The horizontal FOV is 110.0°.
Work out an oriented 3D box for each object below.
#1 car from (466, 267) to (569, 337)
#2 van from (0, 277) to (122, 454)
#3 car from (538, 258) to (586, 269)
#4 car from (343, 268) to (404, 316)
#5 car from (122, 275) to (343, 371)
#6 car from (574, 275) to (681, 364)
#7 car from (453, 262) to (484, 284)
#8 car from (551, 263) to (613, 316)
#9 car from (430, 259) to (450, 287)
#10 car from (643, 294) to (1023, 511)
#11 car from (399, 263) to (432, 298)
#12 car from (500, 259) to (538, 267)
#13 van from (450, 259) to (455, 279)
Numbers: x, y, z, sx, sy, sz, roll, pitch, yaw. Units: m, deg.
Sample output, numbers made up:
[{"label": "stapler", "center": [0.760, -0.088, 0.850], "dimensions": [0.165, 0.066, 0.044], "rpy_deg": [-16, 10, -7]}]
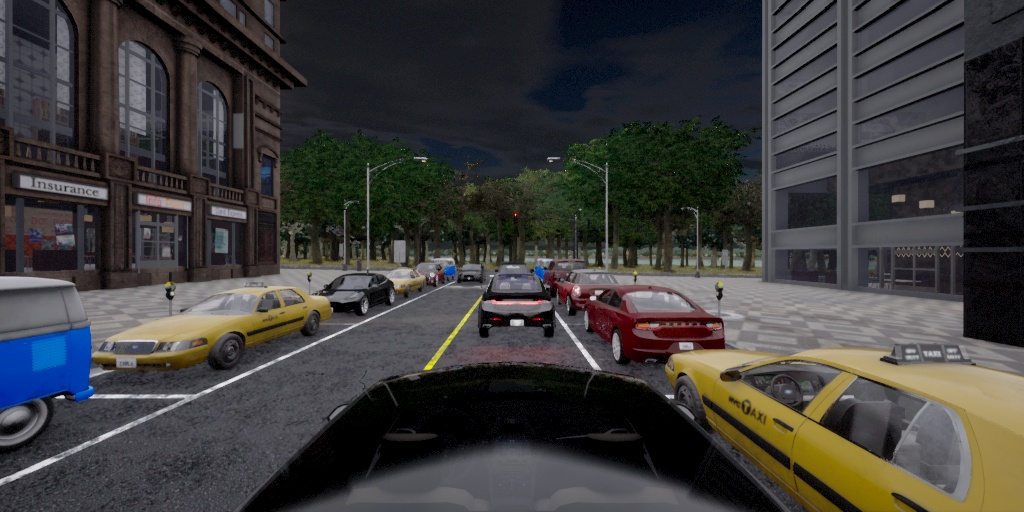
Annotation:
[{"label": "car", "center": [0.113, 1.242, 10.235], "dimensions": [2.128, 1.511, 4.902], "rpy_deg": [0, 0, 0]}, {"label": "van", "center": [-5.762, 1.091, 2.496], "dimensions": [1.690, 1.789, 3.998], "rpy_deg": [0, 0, 0]}, {"label": "car", "center": [2.788, 1.066, 18.795], "dimensions": [2.192, 1.841, 5.009], "rpy_deg": [0, 0, 0]}, {"label": "car", "center": [-5.745, 1.316, 13.371], "dimensions": [1.948, 1.339, 4.313], "rpy_deg": [0, 0, 0]}, {"label": "car", "center": [-5.754, 1.275, 7.764], "dimensions": [1.751, 1.417, 4.829], "rpy_deg": [0, 0, 0]}, {"label": "car", "center": [2.771, 1.295, 7.921], "dimensions": [1.888, 1.381, 4.507], "rpy_deg": [0, 0, 0]}, {"label": "car", "center": [-2.961, 1.293, 27.061], "dimensions": [1.837, 1.490, 4.892], "rpy_deg": [0, 0, 0]}, {"label": "car", "center": [2.780, 1.190, 13.358], "dimensions": [1.967, 1.591, 4.097], "rpy_deg": [0, 0, 0]}, {"label": "car", "center": [-5.728, 1.192, 24.246], "dimensions": [1.967, 1.591, 4.097], "rpy_deg": [0, 0, 0]}, {"label": "car", "center": [2.763, 1.275, 2.653], "dimensions": [1.751, 1.417, 4.829], "rpy_deg": [0, 0, 0]}, {"label": "car", "center": [-5.737, 1.277, 18.639], "dimensions": [1.751, 1.417, 4.829], "rpy_deg": [0, 0, 0]}, {"label": "car", "center": [0.128, 1.103, 19.200], "dimensions": [2.097, 1.767, 4.553], "rpy_deg": [0, 0, 1]}, {"label": "van", "center": [-5.720, 1.094, 29.684], "dimensions": [1.690, 1.789, 3.998], "rpy_deg": [0, 0, 0]}]
